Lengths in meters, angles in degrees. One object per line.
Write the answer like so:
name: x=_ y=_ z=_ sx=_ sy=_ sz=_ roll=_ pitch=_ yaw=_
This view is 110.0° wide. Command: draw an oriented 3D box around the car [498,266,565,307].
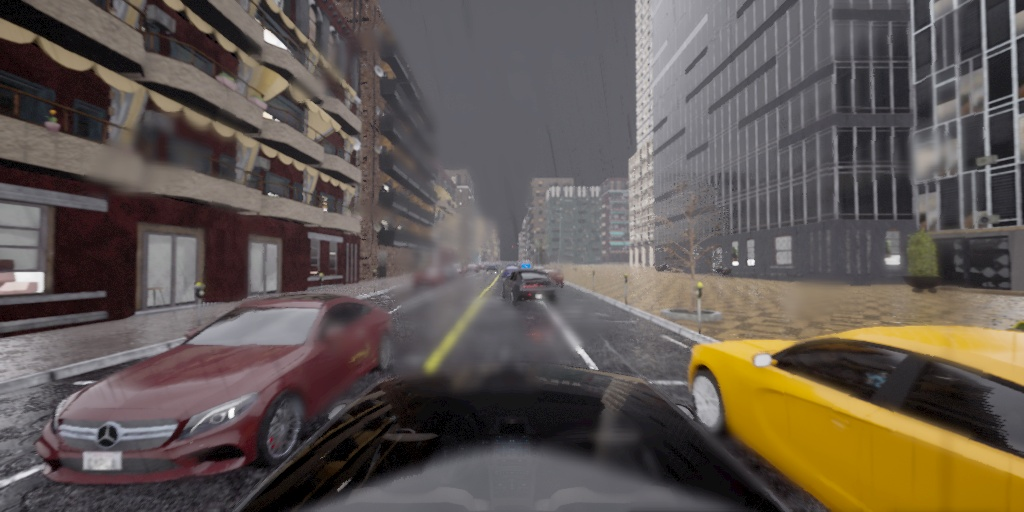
car: x=0.718 y=1.386 z=16.418 sx=1.837 sy=1.490 sz=4.892 roll=0 pitch=0 yaw=-9

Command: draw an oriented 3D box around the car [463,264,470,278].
car: x=-5.750 y=1.500 z=36.551 sx=1.967 sy=1.591 sz=4.097 roll=0 pitch=0 yaw=0

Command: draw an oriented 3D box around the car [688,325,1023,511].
car: x=3.141 y=1.235 z=2.504 sx=1.882 sy=1.535 sz=5.008 roll=0 pitch=0 yaw=0

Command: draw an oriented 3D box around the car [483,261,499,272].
car: x=-3.114 y=1.795 z=57.397 sx=2.033 sy=1.411 sz=5.357 roll=0 pitch=-1 yaw=0

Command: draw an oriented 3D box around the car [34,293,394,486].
car: x=-3.104 y=1.306 z=5.044 sx=1.812 sy=1.442 sz=4.674 roll=0 pitch=0 yaw=0

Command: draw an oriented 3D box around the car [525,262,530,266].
car: x=2.631 y=1.610 z=36.565 sx=2.007 sy=1.370 sz=4.403 roll=0 pitch=0 yaw=0

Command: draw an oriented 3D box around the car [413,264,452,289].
car: x=-5.730 y=1.506 z=25.412 sx=1.888 sy=1.381 sz=4.507 roll=0 pitch=0 yaw=0

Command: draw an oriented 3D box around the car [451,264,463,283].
car: x=-5.740 y=1.576 z=30.981 sx=1.948 sy=1.339 sz=4.313 roll=0 pitch=0 yaw=0

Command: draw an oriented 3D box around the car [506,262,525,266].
car: x=0.032 y=1.577 z=35.647 sx=1.812 sy=1.442 sz=4.674 roll=0 pitch=0 yaw=0

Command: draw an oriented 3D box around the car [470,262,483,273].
car: x=-5.781 y=1.792 z=53.259 sx=1.802 sy=1.307 sz=4.207 roll=0 pitch=0 yaw=0
